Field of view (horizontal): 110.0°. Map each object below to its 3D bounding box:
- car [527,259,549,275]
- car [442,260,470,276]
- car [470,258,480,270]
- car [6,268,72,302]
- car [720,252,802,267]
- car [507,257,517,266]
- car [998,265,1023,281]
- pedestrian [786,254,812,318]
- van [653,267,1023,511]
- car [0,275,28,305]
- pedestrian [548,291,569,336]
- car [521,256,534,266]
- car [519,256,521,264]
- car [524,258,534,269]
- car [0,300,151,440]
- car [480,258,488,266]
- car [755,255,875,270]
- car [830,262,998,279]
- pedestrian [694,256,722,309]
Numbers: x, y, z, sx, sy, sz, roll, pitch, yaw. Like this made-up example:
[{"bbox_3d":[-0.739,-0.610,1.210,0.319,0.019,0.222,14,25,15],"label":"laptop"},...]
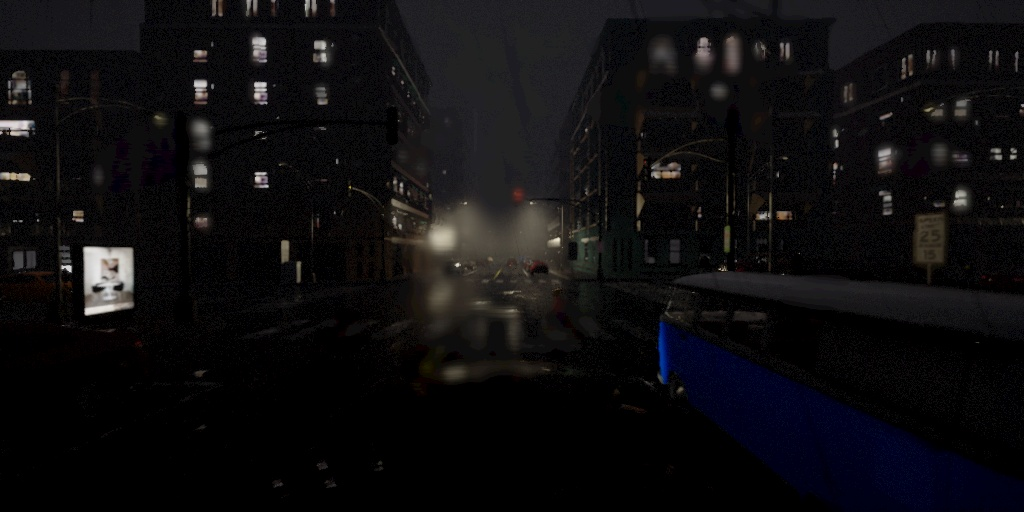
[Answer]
[{"bbox_3d":[2.685,1.202,35.498,1.802,1.307,4.207,0,0,0],"label":"car"},{"bbox_3d":[-5.696,1.186,35.509,1.948,1.339,4.313,0,0,0],"label":"car"},{"bbox_3d":[-5.697,1.147,46.556,1.948,1.339,4.313,0,0,0],"label":"car"},{"bbox_3d":[-21.538,1.473,16.590,5.008,1.535,1.882,-1,1,0],"label":"car"},{"bbox_3d":[15.770,0.698,22.658,5.009,1.841,2.192,0,0,0],"label":"car"},{"bbox_3d":[-0.008,1.046,64.950,1.812,1.442,4.674,0,0,0],"label":"car"},{"bbox_3d":[21.362,0.982,14.318,4.207,1.307,1.802,0,0,0],"label":"car"},{"bbox_3d":[6.041,0.866,7.642,0.375,1.860,0.375,0,1,0],"label":"pedestrian"},{"bbox_3d":[2.688,1.085,3.104,1.690,1.789,3.998,0,0,0],"label":"van"},{"bbox_3d":[-22.395,1.590,13.872,4.403,1.370,2.007,0,0,0],"label":"car"},{"bbox_3d":[1.157,1.015,8.858,0.375,1.860,0.375,0,1,0],"label":"pedestrian"},{"bbox_3d":[2.684,1.108,52.067,1.888,1.381,4.507,0,0,0],"label":"car"},{"bbox_3d":[2.682,1.092,63.115,1.948,1.339,4.313,0,0,0],"label":"car"},{"bbox_3d":[2.685,1.166,41.021,1.948,1.339,4.313,0,0,0],"label":"car"},{"bbox_3d":[-5.693,1.326,3.104,1.802,1.307,4.207,0,0,0],"label":"car"},{"bbox_3d":[-5.699,1.071,63.126,1.888,1.381,4.507,0,0,0],"label":"car"},{"bbox_3d":[16.824,0.903,20.068,4.892,1.490,1.837,-1,1,0],"label":"car"},{"bbox_3d":[15.792,1.047,14.278,4.313,1.339,1.948,0,0,0],"label":"car"},{"bbox_3d":[4.476,0.859,8.257,0.375,1.860,0.375,0,1,0],"label":"pedestrian"}]
